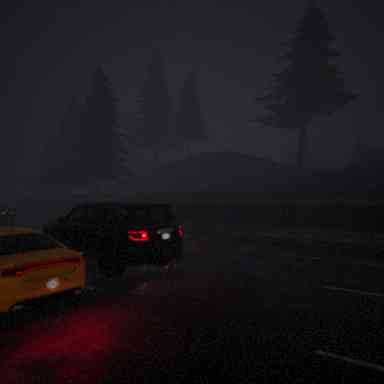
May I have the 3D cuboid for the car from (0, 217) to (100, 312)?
[{"bbox_3d":[-4.468,1.559,7.649,5.008,1.535,1.882,-1,0,39],"label":"car"}]

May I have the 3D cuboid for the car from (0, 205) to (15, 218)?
[{"bbox_3d":[-17.769,1.874,30.549,2.033,1.411,5.357,0,-1,-40],"label":"car"}]

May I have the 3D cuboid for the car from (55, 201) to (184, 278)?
[{"bbox_3d":[-2.774,1.316,10.746,5.566,2.045,2.150,-1,0,39],"label":"car"}]

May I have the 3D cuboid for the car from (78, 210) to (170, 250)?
[{"bbox_3d":[-3.368,1.661,15.867,4.674,1.442,1.812,-1,0,41],"label":"car"}]
